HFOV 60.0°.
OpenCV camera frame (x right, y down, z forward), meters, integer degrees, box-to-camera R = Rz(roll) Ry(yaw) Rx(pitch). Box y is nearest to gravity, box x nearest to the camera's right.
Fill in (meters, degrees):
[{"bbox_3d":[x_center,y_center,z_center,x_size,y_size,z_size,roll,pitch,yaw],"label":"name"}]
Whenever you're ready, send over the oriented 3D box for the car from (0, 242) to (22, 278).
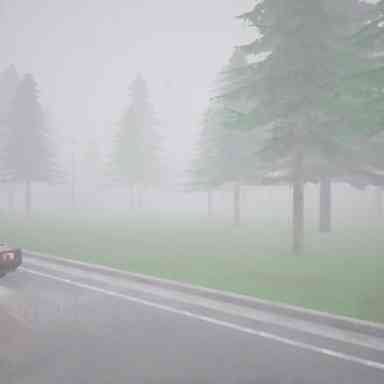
[{"bbox_3d":[-6.475,1.535,8.609,4.718,1.301,1.895,0,0,35],"label":"car"}]
